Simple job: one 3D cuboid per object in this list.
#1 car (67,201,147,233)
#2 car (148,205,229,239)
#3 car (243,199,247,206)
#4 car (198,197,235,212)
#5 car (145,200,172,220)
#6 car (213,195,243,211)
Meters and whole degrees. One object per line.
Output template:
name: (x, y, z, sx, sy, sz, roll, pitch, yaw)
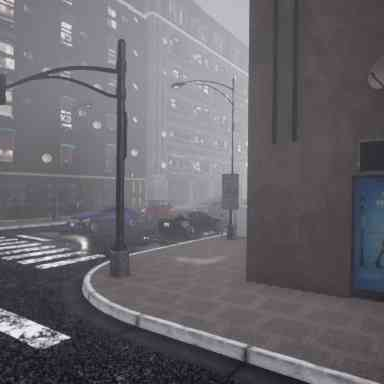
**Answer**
car: (-5.128, 1.488, 19.849, 1.812, 1.442, 4.674, 1, 1, 35)
car: (-0.029, 1.599, 17.700, 1.947, 1.339, 4.313, 1, 1, 35)
car: (6.362, 1.483, 40.522, 1.802, 1.307, 4.206, 1, 1, 35)
car: (1.623, 1.474, 29.478, 1.812, 1.442, 4.674, 1, 1, 35)
car: (-3.267, 1.362, 26.799, 1.967, 1.590, 4.097, 1, 1, 35)
car: (3.155, 1.224, 35.946, 2.192, 1.841, 5.009, 1, 1, 35)
